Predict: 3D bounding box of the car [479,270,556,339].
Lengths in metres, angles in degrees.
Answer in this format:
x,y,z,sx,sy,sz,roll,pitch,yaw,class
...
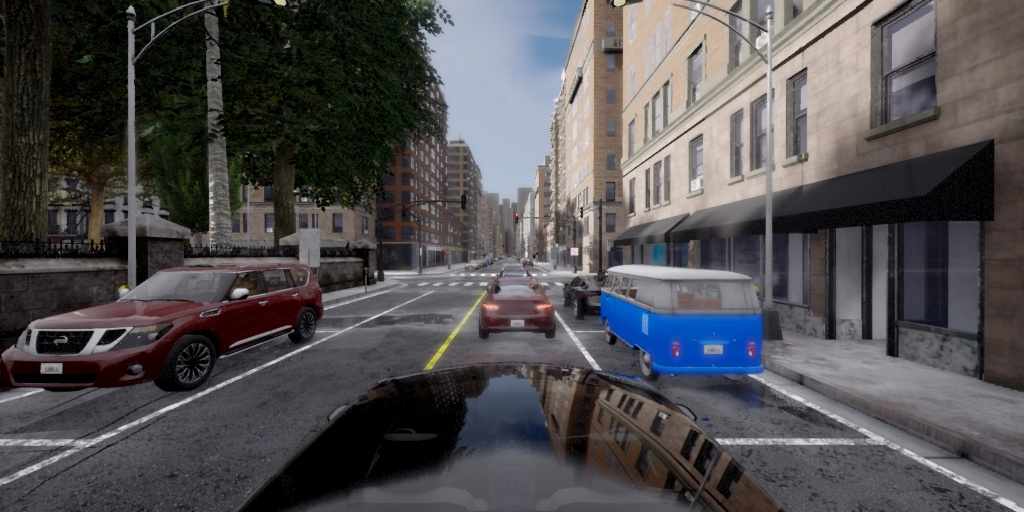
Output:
x,y,z,sx,sy,sz,roll,pitch,yaw,class
0.124,1.274,9.985,1.812,1.442,4.674,0,0,0,car

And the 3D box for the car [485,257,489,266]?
x,y,z,sx,sy,sz,roll,pitch,yaw,class
-5.533,1.265,61.513,1.888,1.381,4.507,0,0,0,car

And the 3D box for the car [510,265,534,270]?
x,y,z,sx,sy,sz,roll,pitch,yaw,class
0.114,1.345,18.807,1.895,1.301,4.718,0,0,-1,car

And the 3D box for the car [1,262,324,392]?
x,y,z,sx,sy,sz,roll,pitch,yaw,class
-5.657,1.064,6.923,2.192,1.841,5.009,0,0,0,car

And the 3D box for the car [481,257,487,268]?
x,y,z,sx,sy,sz,roll,pitch,yaw,class
-5.545,1.271,56.062,2.007,1.370,4.403,0,0,0,car

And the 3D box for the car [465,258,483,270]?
x,y,z,sx,sy,sz,roll,pitch,yaw,class
-5.558,1.248,50.442,1.751,1.417,4.829,0,0,0,car

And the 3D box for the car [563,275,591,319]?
x,y,z,sx,sy,sz,roll,pitch,yaw,class
2.881,1.313,12.604,1.948,1.339,4.313,0,0,0,car

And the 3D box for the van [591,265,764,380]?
x,y,z,sx,sy,sz,roll,pitch,yaw,class
2.868,1.090,6.944,1.690,1.789,3.998,0,0,0,van
